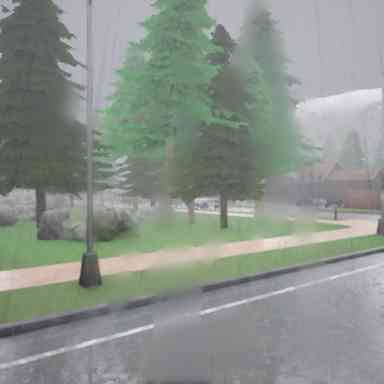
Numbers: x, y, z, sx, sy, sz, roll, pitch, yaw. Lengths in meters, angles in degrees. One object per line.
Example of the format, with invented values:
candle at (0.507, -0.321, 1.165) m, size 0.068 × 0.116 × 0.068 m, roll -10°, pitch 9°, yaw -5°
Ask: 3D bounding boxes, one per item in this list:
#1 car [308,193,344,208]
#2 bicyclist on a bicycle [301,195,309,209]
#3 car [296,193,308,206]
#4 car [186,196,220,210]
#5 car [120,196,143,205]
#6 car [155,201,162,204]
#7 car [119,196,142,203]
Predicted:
car at (17.519, 1.033, 42.795) m, size 4.605 × 1.855 × 1.932 m, roll 0°, pitch 0°, yaw -37°
bicyclist on a bicycle at (13.357, 1.158, 39.256) m, size 1.656 × 1.620 × 0.582 m, roll 0°, pitch 0°, yaw -37°
car at (15.701, 1.036, 44.574) m, size 3.866 × 1.878 × 1.905 m, roll 0°, pitch 0°, yaw -37°
car at (1.426, 1.122, 42.734) m, size 2.150 × 2.045 × 5.566 m, roll 0°, pitch 0°, yaw -37°
car at (-10.382, 1.310, 57.752) m, size 2.097 × 1.767 × 4.553 m, roll 0°, pitch 0°, yaw -43°
car at (-4.972, 1.384, 56.845) m, size 2.128 × 1.511 × 4.902 m, roll 0°, pitch 0°, yaw -41°
car at (-11.986, 1.422, 64.318) m, size 4.674 × 1.442 × 1.812 m, roll 0°, pitch 0°, yaw 41°
